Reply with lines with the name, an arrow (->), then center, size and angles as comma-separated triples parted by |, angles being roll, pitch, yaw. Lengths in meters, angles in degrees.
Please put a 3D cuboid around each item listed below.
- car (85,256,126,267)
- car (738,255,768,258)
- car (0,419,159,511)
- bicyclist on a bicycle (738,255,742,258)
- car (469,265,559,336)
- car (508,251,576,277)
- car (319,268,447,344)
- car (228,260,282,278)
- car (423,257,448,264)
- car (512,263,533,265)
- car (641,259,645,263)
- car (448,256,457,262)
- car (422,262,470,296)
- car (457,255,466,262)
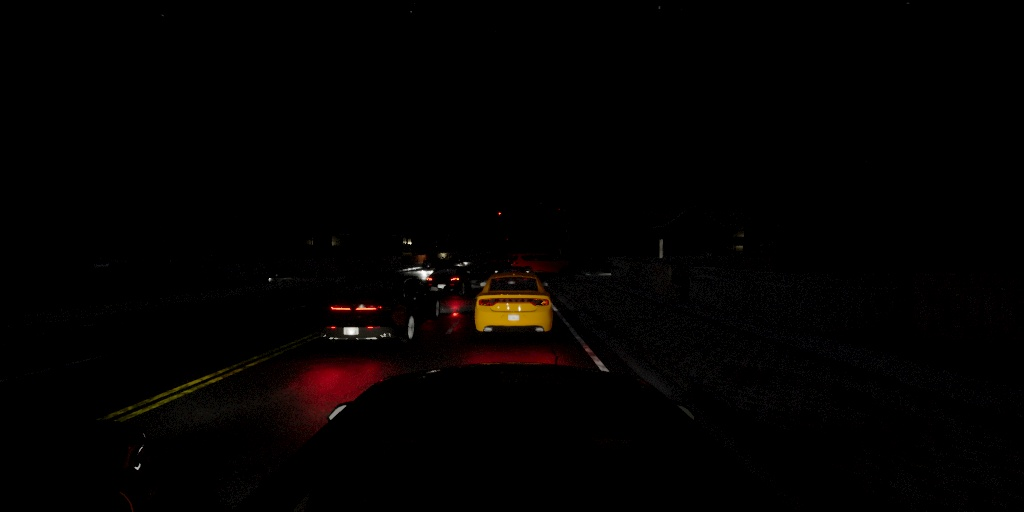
car -> -36.895, 1.072, 31.918 | 5.566, 2.045, 2.150 | 0, 1, 5
car -> 22.751, 0.734, 34.760 | 4.553, 1.767, 2.097 | 0, 1, -2
car -> -3.148, 1.228, 0.147 | 1.882, 1.535, 5.008 | 0, 0, 0
bicyclist on a bicycle -> 18.391, 0.781, 28.771 | 0.582, 1.620, 1.656 | 0, 0, -2
car -> 0.058, 1.209, 10.443 | 1.882, 1.535, 5.008 | 0, 0, 0
car -> 2.716, 0.791, 31.233 | 5.566, 2.045, 2.150 | 0, 1, -1
car -> -3.194, 1.239, 9.557 | 1.837, 1.490, 4.892 | 0, 0, 0
car -> -22.627, 1.115, 31.126 | 4.553, 1.767, 2.097 | 0, 1, 2
car -> -9.942, 0.932, 45.122 | 2.128, 1.511, 4.902 | 0, 1, 0
car -> -0.002, 1.247, 19.332 | 1.994, 1.385, 4.181 | 0, 0, 1
car -> 12.776, 1.011, 34.495 | 5.357, 1.411, 2.033 | -1, 1, -6
car -> -9.963, 0.904, 54.306 | 1.994, 1.385, 4.181 | 0, 1, 0
car -> -3.257, 1.212, 18.866 | 1.812, 1.442, 4.674 | 0, 0, 1
car -> -9.949, 0.655, 63.912 | 1.882, 1.535, 5.008 | 0, 1, 0
